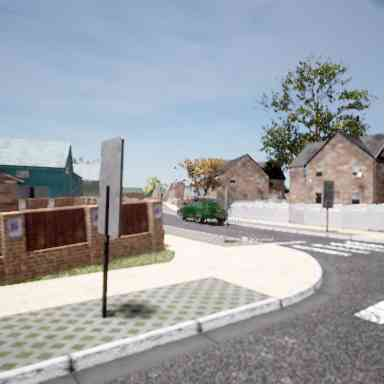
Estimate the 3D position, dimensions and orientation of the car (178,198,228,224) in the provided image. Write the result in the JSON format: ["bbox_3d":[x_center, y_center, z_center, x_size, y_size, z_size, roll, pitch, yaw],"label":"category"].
[{"bbox_3d":[0.794,1.502,27.198,2.150,2.045,5.566,4,-3,-25],"label":"car"}]
